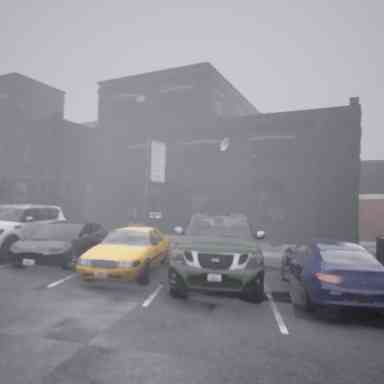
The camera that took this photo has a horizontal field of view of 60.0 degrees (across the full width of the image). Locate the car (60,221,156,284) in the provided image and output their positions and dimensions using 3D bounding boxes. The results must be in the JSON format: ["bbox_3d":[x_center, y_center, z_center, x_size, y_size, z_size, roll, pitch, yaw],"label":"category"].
[{"bbox_3d":[-1.944,1.812,10.894,1.946,1.575,5.366,2,-3,6],"label":"car"}]

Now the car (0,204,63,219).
[{"bbox_3d":[-7.295,1.522,13.736,2.435,2.045,5.566,2,-3,6],"label":"car"}]

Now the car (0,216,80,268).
[{"bbox_3d":[-4.618,1.827,12.384,2.163,1.488,4.792,2,-3,7],"label":"car"}]

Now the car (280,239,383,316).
[{"bbox_3d":[3.445,1.918,8.403,2.002,1.452,4.674,1,-3,6],"label":"car"}]

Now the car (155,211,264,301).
[{"bbox_3d":[0.783,1.599,9.732,2.435,2.045,5.566,2,-3,6],"label":"car"}]
